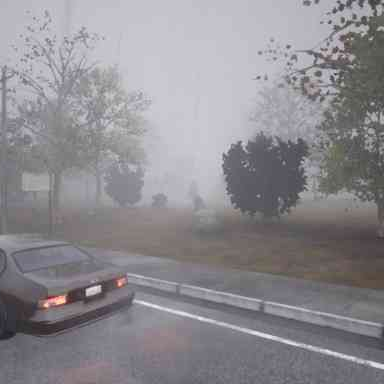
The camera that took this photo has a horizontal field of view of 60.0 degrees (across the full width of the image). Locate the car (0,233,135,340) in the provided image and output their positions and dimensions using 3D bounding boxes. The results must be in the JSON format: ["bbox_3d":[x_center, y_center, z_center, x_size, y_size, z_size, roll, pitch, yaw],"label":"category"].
[{"bbox_3d":[-3.543,1.547,6.511,5.357,1.411,2.033,0,0,35],"label":"car"}]
